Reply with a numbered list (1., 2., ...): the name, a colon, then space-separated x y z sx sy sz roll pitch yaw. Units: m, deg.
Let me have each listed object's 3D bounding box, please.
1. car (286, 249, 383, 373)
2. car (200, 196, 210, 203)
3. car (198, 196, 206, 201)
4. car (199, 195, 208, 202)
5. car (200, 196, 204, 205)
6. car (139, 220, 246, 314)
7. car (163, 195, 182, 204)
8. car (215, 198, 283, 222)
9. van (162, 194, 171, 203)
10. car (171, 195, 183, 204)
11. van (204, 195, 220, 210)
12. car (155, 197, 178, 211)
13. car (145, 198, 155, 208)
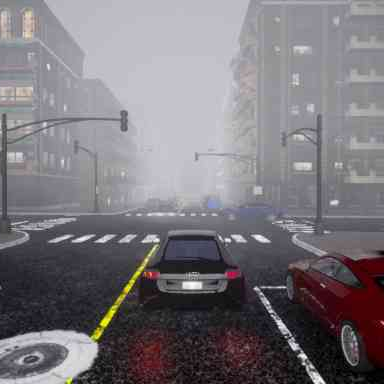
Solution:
1. car: 2.793 1.582 5.353 1.802 1.307 4.206 0 0 0
2. car: 2.694 1.663 70.835 1.887 1.381 4.507 -1 0 0
3. car: 2.768 1.769 92.923 1.947 1.339 4.313 -1 0 0
4. car: 2.742 1.598 81.878 1.967 1.590 4.097 -1 0 0
5. car: 2.730 1.367 48.752 2.192 1.841 5.009 -1 0 0
6. car: 0.003 1.564 7.691 1.994 1.385 4.181 0 0 0
7. car: -3.088 1.606 51.404 2.033 1.411 5.357 0 0 0
8. car: 4.628 1.515 26.291 5.008 1.535 1.882 1 0 0
9. van: -5.833 1.479 76.418 1.690 1.788 3.998 -1 0 0
10. car: -3.025 1.453 66.196 2.097 1.767 4.553 0 0 1
11. van: 2.818 1.382 43.255 1.690 1.788 3.998 -1 0 0
12. car: -3.093 1.638 40.920 1.895 1.301 4.718 0 0 0
13. car: -5.834 1.635 48.803 1.802 1.307 4.206 -1 0 0
